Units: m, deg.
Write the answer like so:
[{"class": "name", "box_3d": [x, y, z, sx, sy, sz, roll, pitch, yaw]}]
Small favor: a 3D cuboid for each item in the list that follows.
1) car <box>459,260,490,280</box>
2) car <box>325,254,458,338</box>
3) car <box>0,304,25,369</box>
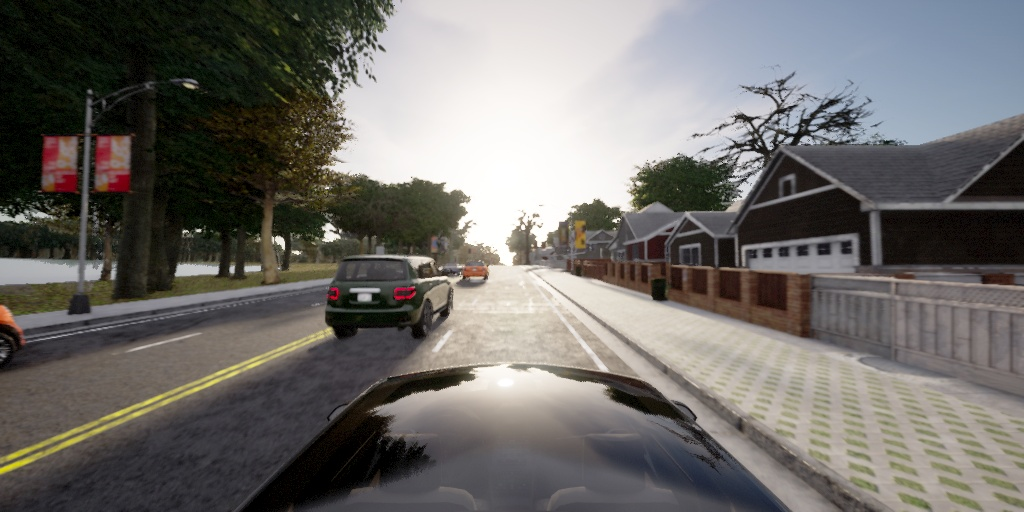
[{"class": "car", "box_3d": [-3.165, 1.170, 32.375, 2.097, 1.767, 4.553, 0, 0, 0]}, {"class": "car", "box_3d": [-3.152, 0.983, 10.353, 2.150, 2.045, 5.566, 0, 0, 0]}, {"class": "car", "box_3d": [-9.849, 1.116, 4.415, 2.097, 1.767, 4.553, 0, 0, 0]}]
